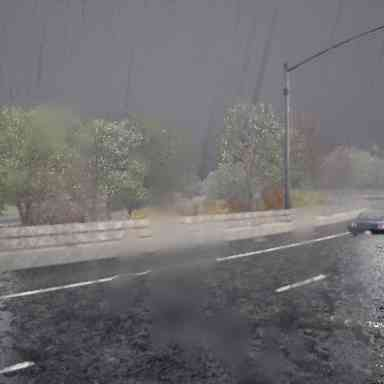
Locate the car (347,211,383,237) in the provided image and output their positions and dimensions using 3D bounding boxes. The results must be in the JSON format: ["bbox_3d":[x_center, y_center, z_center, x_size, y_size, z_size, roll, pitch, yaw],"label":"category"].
[{"bbox_3d":[9.868,1.625,17.313,1.895,1.301,4.718,-1,0,44],"label":"car"}]
